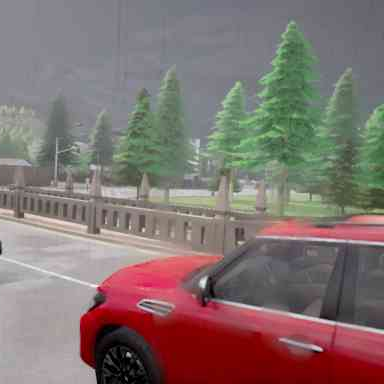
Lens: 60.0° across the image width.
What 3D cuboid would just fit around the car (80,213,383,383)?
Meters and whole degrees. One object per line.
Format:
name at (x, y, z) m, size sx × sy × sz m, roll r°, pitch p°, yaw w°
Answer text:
car at (1.399, 1.219, 3.000) m, size 5.566 × 2.045 × 2.150 m, roll 0°, pitch 0°, yaw 35°

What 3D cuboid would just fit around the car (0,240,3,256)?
car at (-7.233, 1.313, 9.112) m, size 4.718 × 1.301 × 1.895 m, roll 3°, pitch 2°, yaw 35°
